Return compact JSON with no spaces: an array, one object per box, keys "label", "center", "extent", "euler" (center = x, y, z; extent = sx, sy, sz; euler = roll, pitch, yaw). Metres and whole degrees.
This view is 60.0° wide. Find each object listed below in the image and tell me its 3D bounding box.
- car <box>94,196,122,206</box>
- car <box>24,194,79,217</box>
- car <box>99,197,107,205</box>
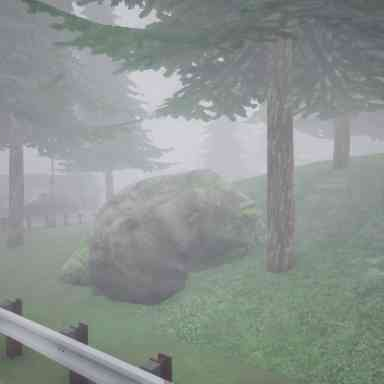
[{"label":"car","center":[-14.138,1.477,55.745],"extent":[5.008,1.535,1.882],"euler":[0,0,36]},{"label":"car","center":[-12.271,1.206,28.083],"extent":[2.150,2.045,5.566],"euler":[0,0,36]},{"label":"car","center":[-15.090,1.564,51.946],"extent":[4.181,1.385,1.994],"euler":[0,0,37]}]
